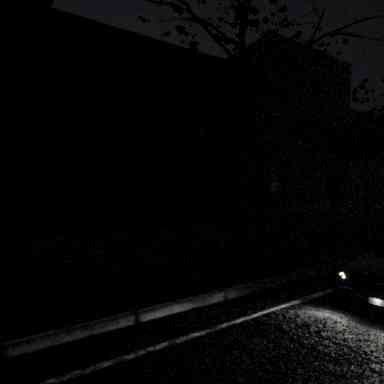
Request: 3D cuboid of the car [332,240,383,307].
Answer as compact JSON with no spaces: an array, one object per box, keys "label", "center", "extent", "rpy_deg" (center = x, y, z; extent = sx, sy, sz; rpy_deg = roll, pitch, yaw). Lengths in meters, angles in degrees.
[{"label":"car","center":[5.298,1.435,7.178],"extent":[5.357,1.411,2.033],"rpy_deg":[-1,1,-36]}]
